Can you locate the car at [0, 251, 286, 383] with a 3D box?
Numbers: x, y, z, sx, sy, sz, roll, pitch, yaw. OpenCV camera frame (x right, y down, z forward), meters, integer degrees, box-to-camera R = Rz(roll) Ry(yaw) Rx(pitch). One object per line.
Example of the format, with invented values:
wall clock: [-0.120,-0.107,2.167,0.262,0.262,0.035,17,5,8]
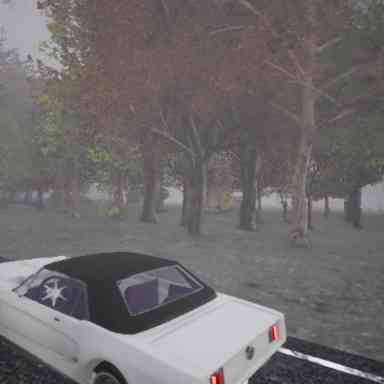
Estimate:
car: [-1.324,1.493,4.509,4.718,1.301,1.895,3,1,35]
